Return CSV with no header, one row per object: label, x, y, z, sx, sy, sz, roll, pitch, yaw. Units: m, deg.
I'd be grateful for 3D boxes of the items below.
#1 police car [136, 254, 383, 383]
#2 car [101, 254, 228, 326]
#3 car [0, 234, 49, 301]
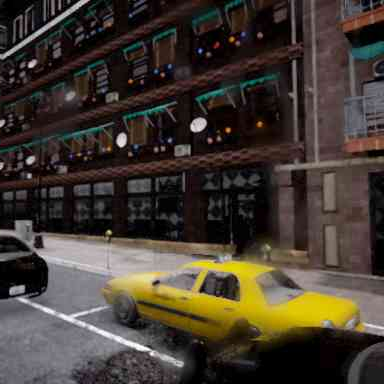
police car,2.214,1.552,1.976,5.238,1.638,1.930,-1,-3,37
car,0.327,1.788,5.927,4.829,1.417,1.752,-1,-4,39
car,-5.434,1.784,8.282,4.892,1.490,1.837,-1,-3,39
